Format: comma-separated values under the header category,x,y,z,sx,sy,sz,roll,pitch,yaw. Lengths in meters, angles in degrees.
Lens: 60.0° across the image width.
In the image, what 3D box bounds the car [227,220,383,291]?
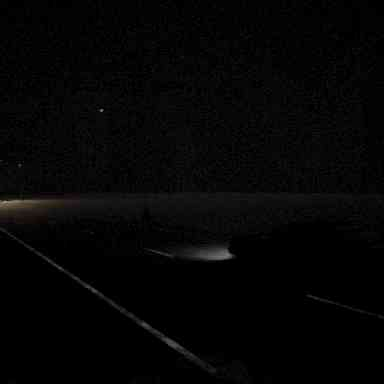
category,x,y,z,sx,sy,sz,roll,pitch,yaw
car,3.329,1.482,8.925,2.033,1.411,5.357,0,0,-36
